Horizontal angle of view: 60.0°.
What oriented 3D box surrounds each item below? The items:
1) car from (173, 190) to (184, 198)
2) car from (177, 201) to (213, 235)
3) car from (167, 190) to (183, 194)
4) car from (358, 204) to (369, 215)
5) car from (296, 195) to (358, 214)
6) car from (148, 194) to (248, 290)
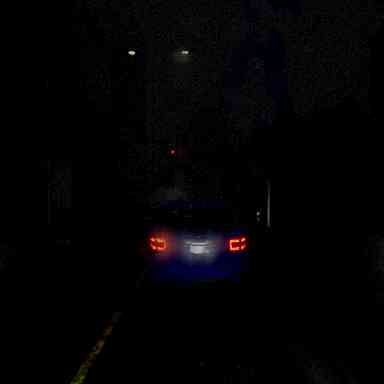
[{"bbox_3d":[-2.533,0.349,64.898,1.895,1.301,4.718,0,2,1],"label":"car"},{"bbox_3d":[0.132,1.389,19.150,1.837,1.490,4.892,0,1,0],"label":"car"},{"bbox_3d":[-2.680,0.831,45.188,2.128,1.511,4.902,0,2,-1],"label":"car"},{"bbox_3d":[18.241,1.524,32.414,4.206,1.307,1.802,1,0,0],"label":"car"},{"bbox_3d":[12.843,1.181,32.425,5.009,1.841,2.192,1,0,0],"label":"car"},{"bbox_3d":[0.117,1.195,9.124,2.150,2.045,5.566,0,0,0],"label":"car"}]
